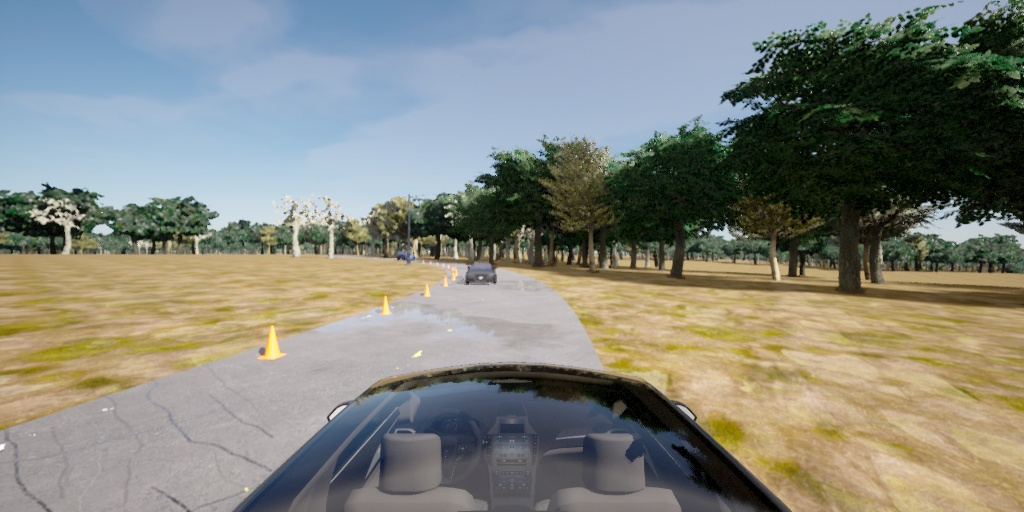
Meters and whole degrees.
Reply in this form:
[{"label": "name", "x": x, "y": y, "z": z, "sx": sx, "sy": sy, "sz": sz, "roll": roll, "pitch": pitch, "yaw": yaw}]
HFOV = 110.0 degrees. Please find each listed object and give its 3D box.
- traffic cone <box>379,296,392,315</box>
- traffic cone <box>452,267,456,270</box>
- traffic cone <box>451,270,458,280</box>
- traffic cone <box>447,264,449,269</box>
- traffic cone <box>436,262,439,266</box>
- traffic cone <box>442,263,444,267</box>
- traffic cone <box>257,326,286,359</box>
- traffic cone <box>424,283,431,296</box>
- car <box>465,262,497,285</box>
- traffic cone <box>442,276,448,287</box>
[{"label": "traffic cone", "x": -4.125, "y": 1.591, "z": 11.684, "sx": 0.340, "sy": 0.580, "sz": 0.340, "roll": 0, "pitch": 0, "yaw": 4}, {"label": "traffic cone", "x": -4.844, "y": 1.438, "z": 31.072, "sx": 0.340, "sy": 0.580, "sz": 0.340, "roll": 0, "pitch": 0, "yaw": -8}, {"label": "traffic cone", "x": -4.286, "y": 1.479, "z": 26.245, "sx": 0.340, "sy": 0.580, "sz": 0.340, "roll": 0, "pitch": 0, "yaw": -5}, {"label": "traffic cone", "x": -8.014, "y": 1.289, "z": 45.286, "sx": 0.340, "sy": 0.580, "sz": 0.340, "roll": 0, "pitch": 0, "yaw": -17}, {"label": "traffic cone", "x": -11.342, "y": 1.157, "z": 54.411, "sx": 0.340, "sy": 0.580, "sz": 0.340, "roll": 0, "pitch": 0, "yaw": -23}, {"label": "traffic cone", "x": -9.559, "y": 1.226, "z": 49.892, "sx": 0.340, "sy": 0.580, "sz": 0.340, "roll": 0, "pitch": 0, "yaw": -20}, {"label": "traffic cone", "x": -4.577, "y": 1.628, "z": 6.846, "sx": 0.340, "sy": 0.580, "sz": 0.340, "roll": 0, "pitch": 0, "yaw": 7}, {"label": "traffic cone", "x": -3.925, "y": 1.556, "z": 16.538, "sx": 0.340, "sy": 0.580, "sz": 0.340, "roll": 0, "pitch": 0, "yaw": 1}, {"label": "car", "x": -2.013, "y": 1.123, "z": 23.985, "sx": 1.994, "sy": 1.385, "sz": 4.181, "roll": 1, "pitch": 0, "yaw": -4}, {"label": "traffic cone", "x": -3.979, "y": 1.518, "z": 21.397, "sx": 0.340, "sy": 0.580, "sz": 0.340, "roll": 0, "pitch": 0, "yaw": -2}]
